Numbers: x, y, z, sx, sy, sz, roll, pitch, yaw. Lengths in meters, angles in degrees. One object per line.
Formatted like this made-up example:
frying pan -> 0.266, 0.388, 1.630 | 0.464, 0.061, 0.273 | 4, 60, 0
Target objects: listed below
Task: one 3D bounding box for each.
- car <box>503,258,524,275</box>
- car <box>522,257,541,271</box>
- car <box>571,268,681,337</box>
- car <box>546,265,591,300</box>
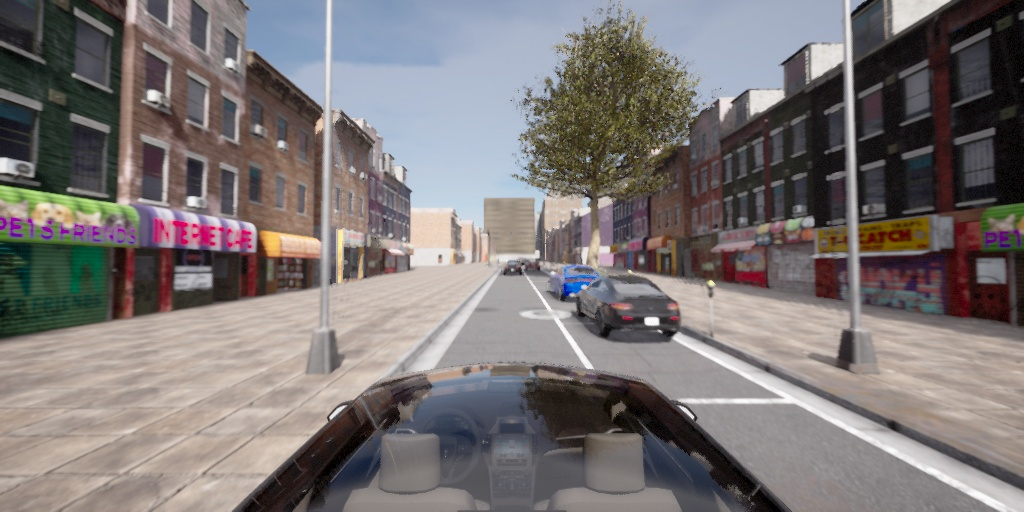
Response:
car -> 0.088, 1.168, 36.987 | 1.812, 1.442, 4.674 | 0, 0, 1
car -> 2.645, 1.072, 46.834 | 1.967, 1.591, 4.097 | 0, 0, 0
car -> 3.024, 1.242, 10.053 | 1.812, 1.442, 4.674 | 0, 0, 0
car -> 2.978, 1.168, 17.146 | 1.882, 1.535, 5.008 | 0, 0, -2
